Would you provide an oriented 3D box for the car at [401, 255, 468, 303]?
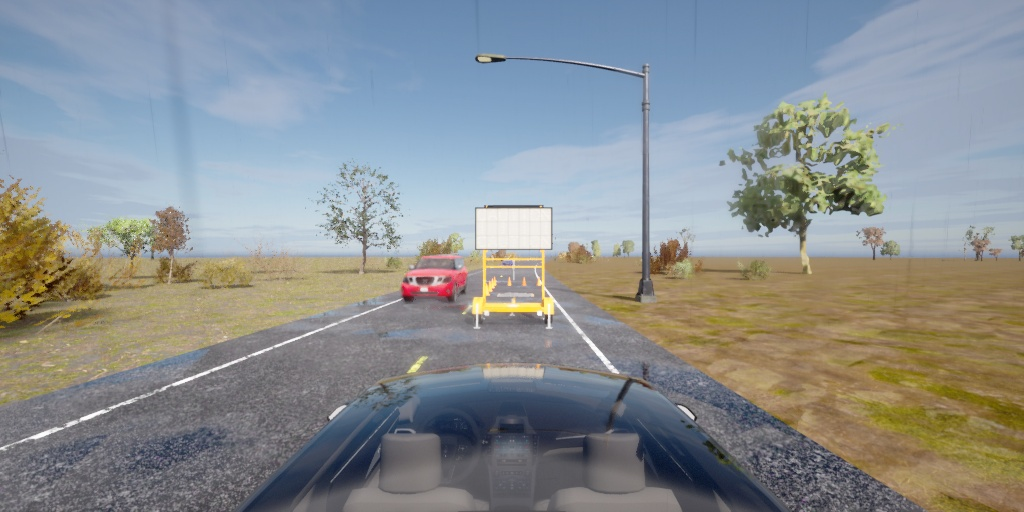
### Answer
[{"bbox_3d":[-3.418,0.970,16.951,2.150,2.045,5.566,0,0,1],"label":"car"}]

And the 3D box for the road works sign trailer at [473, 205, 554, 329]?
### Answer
[{"bbox_3d":[0.057,0.214,11.270,2.380,3.560,2.880,0,0,1],"label":"road works sign trailer"}]
